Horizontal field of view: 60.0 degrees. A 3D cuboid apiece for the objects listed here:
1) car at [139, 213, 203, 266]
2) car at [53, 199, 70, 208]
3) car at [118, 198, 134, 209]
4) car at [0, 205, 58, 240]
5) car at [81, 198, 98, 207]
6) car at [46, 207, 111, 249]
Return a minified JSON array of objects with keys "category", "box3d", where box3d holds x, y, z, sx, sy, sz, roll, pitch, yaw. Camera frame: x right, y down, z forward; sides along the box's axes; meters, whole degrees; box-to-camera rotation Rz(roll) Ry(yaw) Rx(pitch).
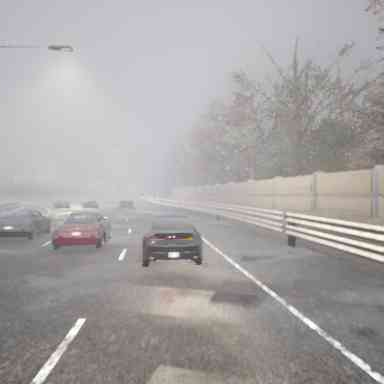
[{"category":"car","box3d":[-0.776,1.507,11.693,1.837,1.490,4.892,0,0,-6]},{"category":"car","box3d":[-18.646,1.630,47.356,1.994,1.385,4.181,0,0,-27]},{"category":"car","box3d":[-9.234,1.509,46.710,1.882,1.535,5.008,0,0,-15]},{"category":"car","box3d":[-8.617,1.595,17.085,1.994,1.385,4.181,0,0,-9]},{"category":"car","box3d":[-14.377,1.576,46.606,1.812,1.442,4.674,0,0,-25]},{"category":"car","box3d":[-4.755,1.581,14.803,1.994,1.385,4.181,0,0,-8]}]
